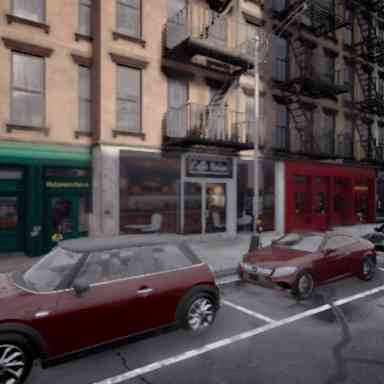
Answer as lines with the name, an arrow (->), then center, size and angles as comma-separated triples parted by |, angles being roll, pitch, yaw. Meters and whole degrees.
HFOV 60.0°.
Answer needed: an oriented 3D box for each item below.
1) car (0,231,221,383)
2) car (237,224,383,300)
car -> -1.591, 1.441, 5.057 | 4.097, 1.590, 1.967 | 0, 0, -35
car -> 3.034, 1.585, 8.351 | 4.206, 1.307, 1.802 | 0, 0, -35
